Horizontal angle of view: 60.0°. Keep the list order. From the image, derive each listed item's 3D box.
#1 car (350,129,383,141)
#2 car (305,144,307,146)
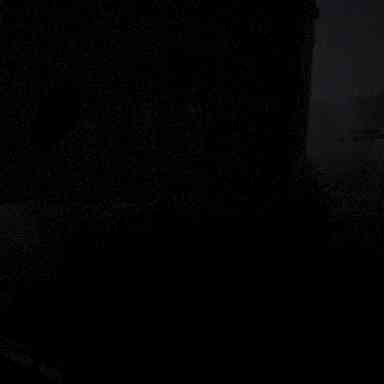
[{"bbox_3d":[17.582,-5.213,31.802,2.185,1.767,4.553,2,2,-27],"label":"car"},{"bbox_3d":[12.672,-5.601,41.657,2.231,1.521,4.892,2,2,-27],"label":"car"}]
